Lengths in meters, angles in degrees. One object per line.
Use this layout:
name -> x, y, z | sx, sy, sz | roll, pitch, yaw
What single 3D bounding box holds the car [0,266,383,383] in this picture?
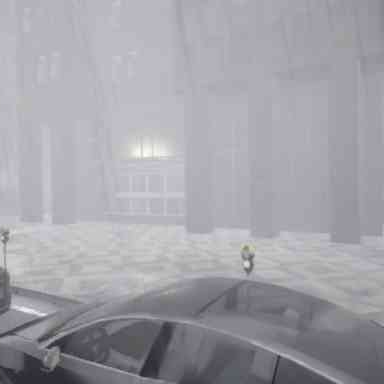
car -> -0.111, 1.510, 3.025 | 4.313, 1.339, 1.947 | 0, 1, 30
